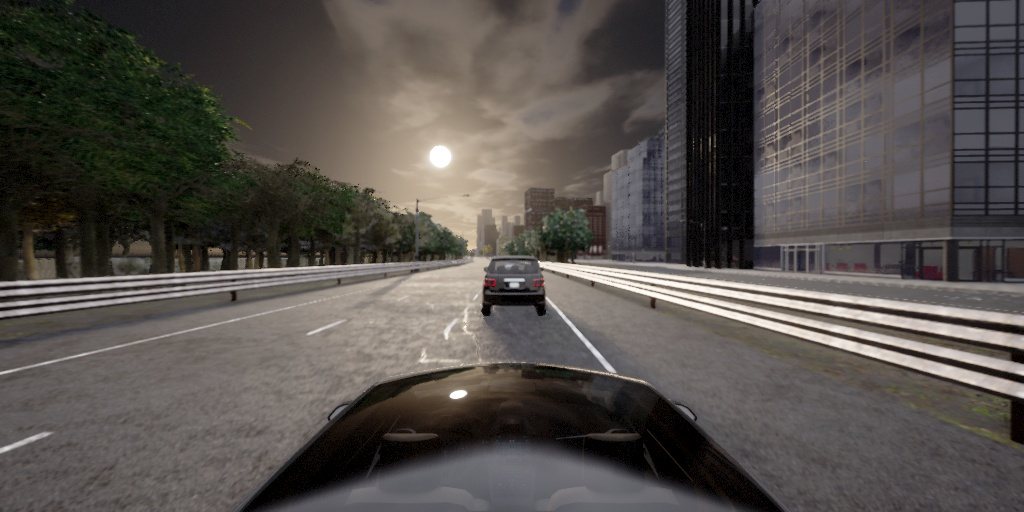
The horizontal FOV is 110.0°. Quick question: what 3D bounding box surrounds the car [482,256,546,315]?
[{"bbox_3d":[0.059,1.010,13.950,2.150,2.045,5.566,0,0,0],"label":"car"}]
